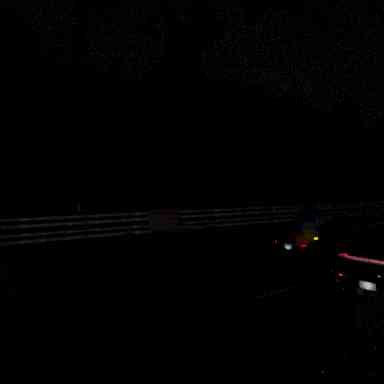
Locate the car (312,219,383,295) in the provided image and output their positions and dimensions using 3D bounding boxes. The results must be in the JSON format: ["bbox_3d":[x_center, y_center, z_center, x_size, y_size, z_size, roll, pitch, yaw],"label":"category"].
[{"bbox_3d":[5.110,1.430,7.285,4.902,1.511,2.128,0,0,-35],"label":"car"}]

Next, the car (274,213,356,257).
[{"bbox_3d":[4.791,1.449,11.317,4.674,1.442,1.812,0,0,-35],"label":"car"}]
